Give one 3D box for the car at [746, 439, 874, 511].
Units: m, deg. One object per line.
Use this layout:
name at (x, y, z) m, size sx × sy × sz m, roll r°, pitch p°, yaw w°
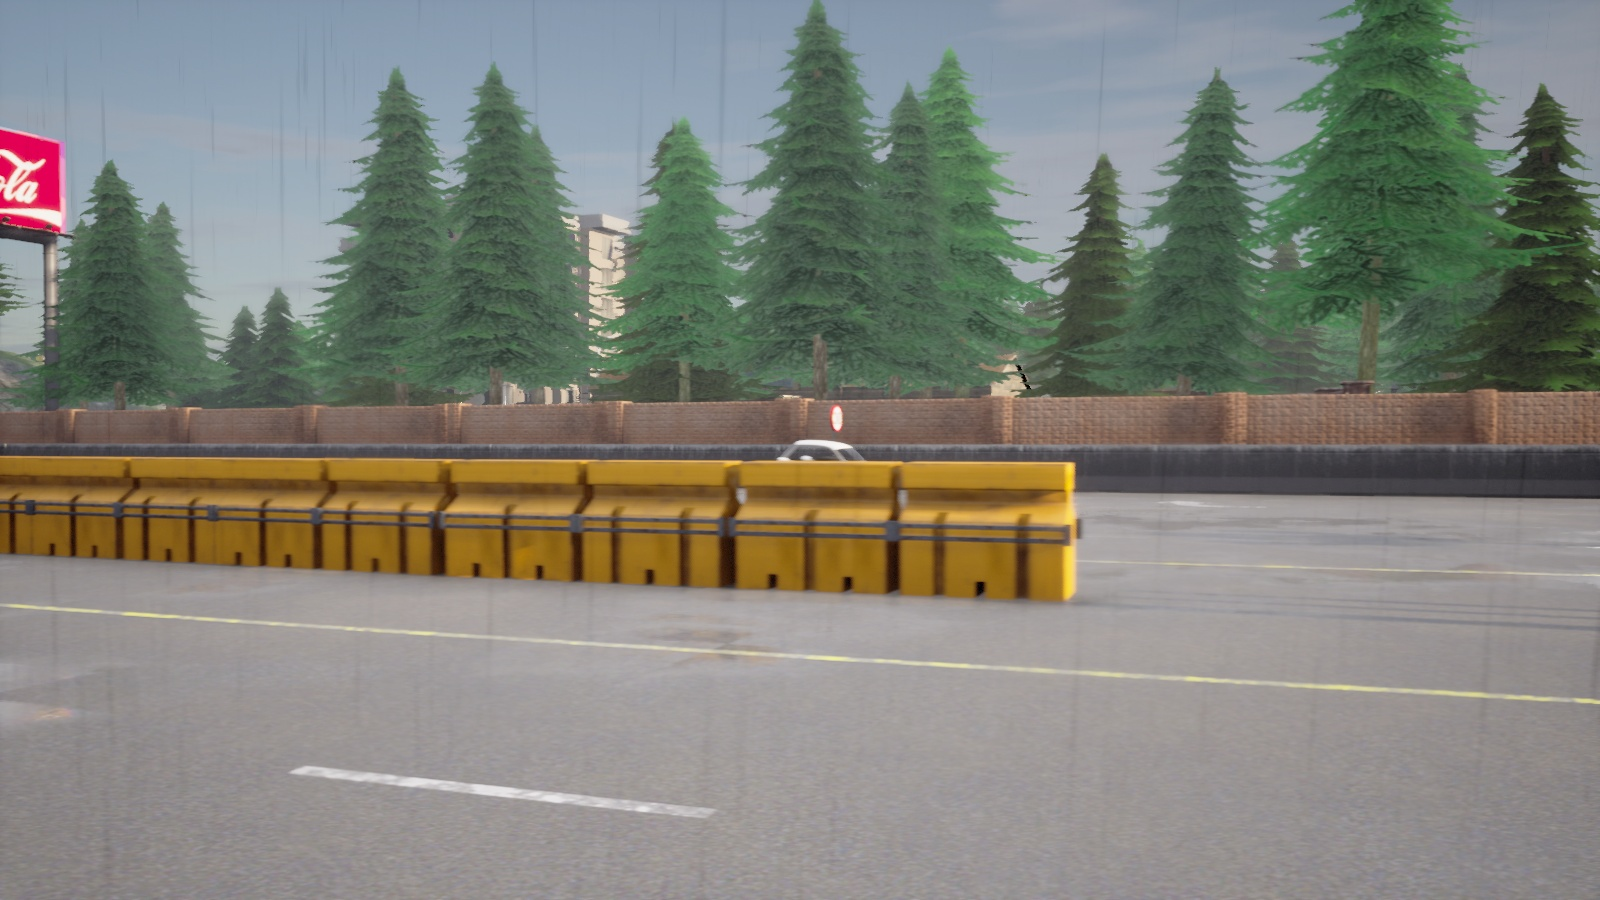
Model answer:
car at (0.211, 0.476, 25.471) m, size 2.207 × 1.376 × 1.481 m, roll 1°, pitch 1°, yaw 21°
